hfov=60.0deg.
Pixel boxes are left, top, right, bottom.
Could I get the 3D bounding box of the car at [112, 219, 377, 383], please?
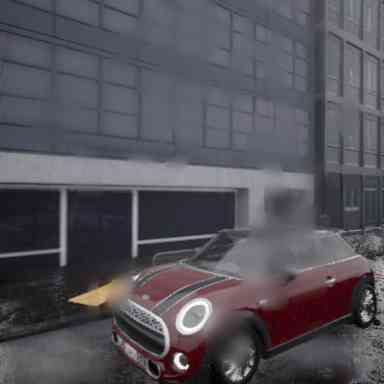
[{"bbox_3d":[1.049,1.395,5.460,4.553,1.767,2.097,1,0,-37],"label":"car"}]
